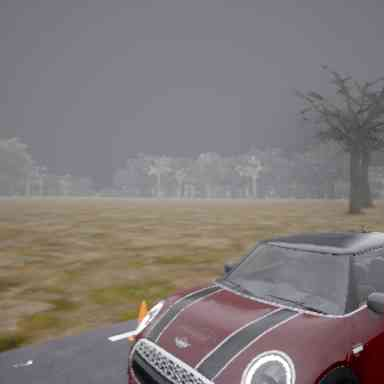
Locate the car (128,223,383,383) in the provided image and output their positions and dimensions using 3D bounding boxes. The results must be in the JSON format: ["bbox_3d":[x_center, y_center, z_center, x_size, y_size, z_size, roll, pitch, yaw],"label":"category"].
[{"bbox_3d":[1.502,1.362,4.186,4.553,1.767,2.097,0,0,-39],"label":"car"}]

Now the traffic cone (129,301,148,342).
[{"bbox_3d":[-0.733,1.956,5.061,0.340,0.580,0.340,0,0,-37],"label":"traffic cone"}]
